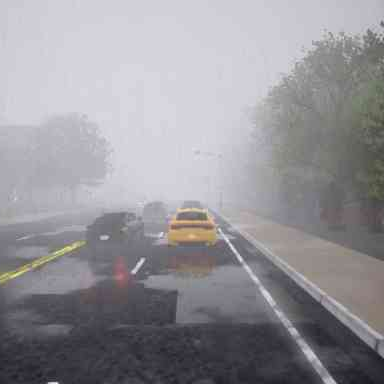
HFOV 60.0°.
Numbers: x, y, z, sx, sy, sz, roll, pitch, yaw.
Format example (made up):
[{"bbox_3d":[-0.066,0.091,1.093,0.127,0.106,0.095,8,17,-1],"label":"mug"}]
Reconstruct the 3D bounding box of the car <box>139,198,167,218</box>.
[{"bbox_3d":[-3.249,1.525,29.651,1.812,1.442,4.674,0,0,0],"label":"car"}]

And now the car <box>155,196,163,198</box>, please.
[{"bbox_3d":[-7.012,1.509,69.787,2.128,1.511,4.902,0,0,-1],"label":"car"}]

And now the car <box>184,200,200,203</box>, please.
[{"bbox_3d":[0.000,1.508,29.651,1.837,1.490,4.892,0,0,0],"label":"car"}]

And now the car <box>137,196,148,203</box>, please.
[{"bbox_3d":[-10.269,1.502,70.148,1.994,1.385,4.181,0,0,-1],"label":"car"}]

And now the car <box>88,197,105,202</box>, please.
[{"bbox_3d":[-23.942,1.805,83.397,4.313,1.339,1.947,-1,1,-1],"label":"car"}]

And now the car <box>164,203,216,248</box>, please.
[{"bbox_3d":[0.000,1.479,14.651,1.882,1.535,5.008,0,0,0],"label":"car"}]

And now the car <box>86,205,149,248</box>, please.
[{"bbox_3d":[-3.250,1.527,14.650,1.812,1.442,4.674,0,0,0],"label":"car"}]
